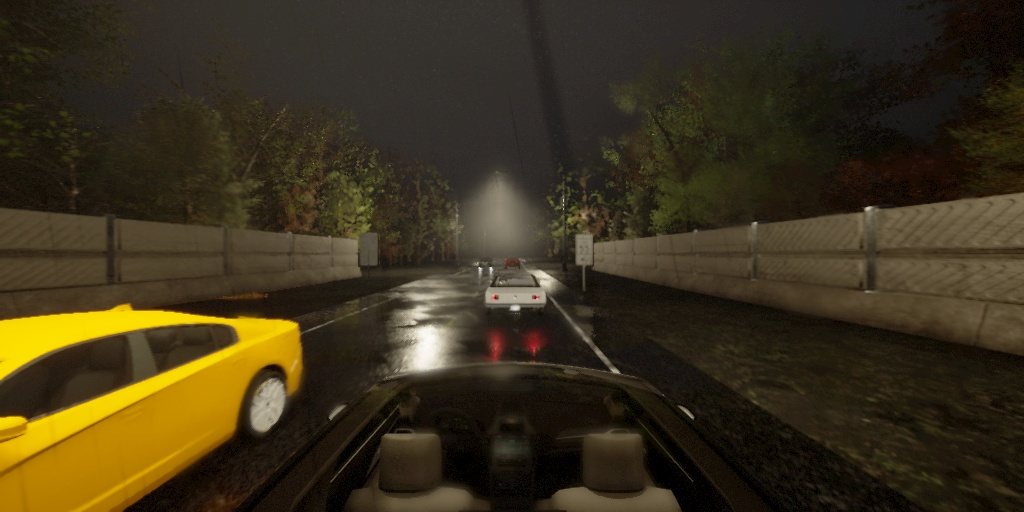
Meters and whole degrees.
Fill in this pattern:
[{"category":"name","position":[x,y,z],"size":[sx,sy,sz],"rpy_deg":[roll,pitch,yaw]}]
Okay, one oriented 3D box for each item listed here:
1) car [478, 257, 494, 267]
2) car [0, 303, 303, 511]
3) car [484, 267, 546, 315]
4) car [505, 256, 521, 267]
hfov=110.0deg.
[{"category":"car","position":[-3.574,0.799,50.046],"size":[1.812,1.442,4.674],"rpy_deg":[0,1,0]},{"category":"car","position":[-3.601,1.220,2.500],"size":[1.882,1.535,5.008],"rpy_deg":[0,1,0]},{"category":"car","position":[0.105,1.250,12.937],"size":[1.895,1.301,4.718],"rpy_deg":[0,1,0]},{"category":"car","position":[0.087,0.796,46.040],"size":[1.882,1.535,5.008],"rpy_deg":[0,1,0]}]
